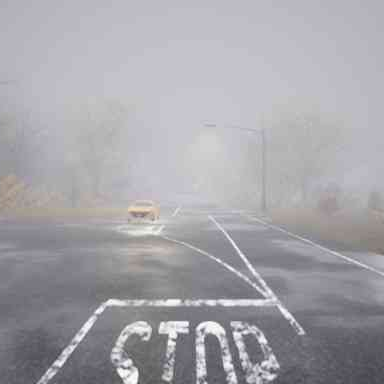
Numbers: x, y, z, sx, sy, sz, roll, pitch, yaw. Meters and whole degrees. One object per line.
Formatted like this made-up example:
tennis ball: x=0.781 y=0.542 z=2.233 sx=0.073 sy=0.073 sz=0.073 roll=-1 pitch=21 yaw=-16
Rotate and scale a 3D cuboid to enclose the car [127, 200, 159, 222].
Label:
car: x=-3.517 y=1.353 z=24.569 sx=1.882 sy=1.535 sz=5.008 roll=1 pitch=-2 yaw=0
